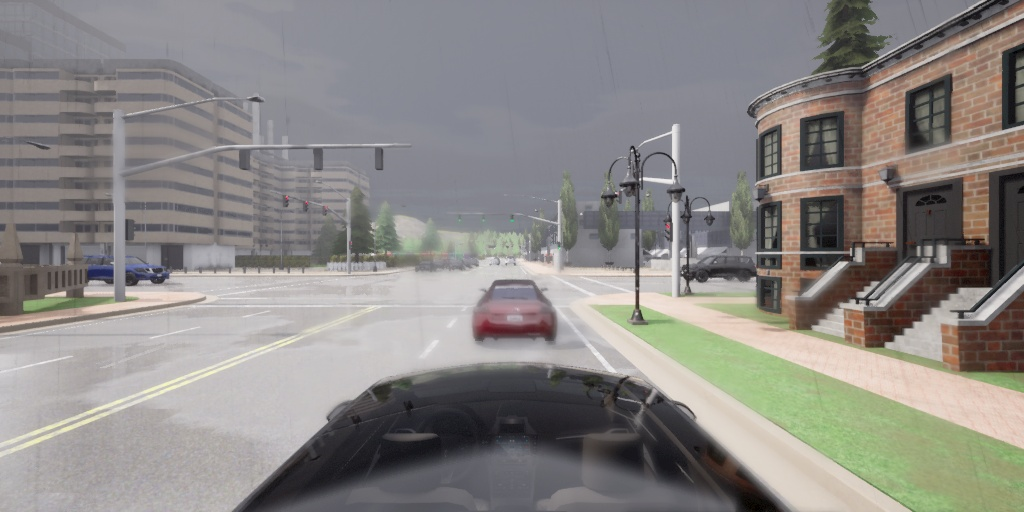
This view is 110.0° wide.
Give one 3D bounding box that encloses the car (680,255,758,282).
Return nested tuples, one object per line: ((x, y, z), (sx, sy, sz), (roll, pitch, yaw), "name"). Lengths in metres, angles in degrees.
((16.083, 0.971, 28.096), (5.566, 2.045, 2.150), (0, 0, -1), "car")

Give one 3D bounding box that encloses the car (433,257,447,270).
((-10.802, 1.255, 53.716), (1.837, 1.490, 4.892), (0, 0, 0), "car")

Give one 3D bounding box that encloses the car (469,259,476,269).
((-7.309, 1.255, 57.479), (1.837, 1.490, 4.892), (0, 0, 0), "car")

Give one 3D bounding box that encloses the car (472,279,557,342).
((0.056, 1.314, 9.768), (1.994, 1.385, 4.181), (0, 0, 0), "car")

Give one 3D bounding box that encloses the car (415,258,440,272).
((-10.770, 1.314, 45.062), (1.994, 1.385, 4.181), (0, 0, 0), "car")

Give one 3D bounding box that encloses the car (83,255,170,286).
((-26.938, 0.971, 24.569), (5.566, 2.045, 2.150), (0, 0, 0), "car")

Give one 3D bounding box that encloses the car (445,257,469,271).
((-7.276, 1.255, 48.116), (1.837, 1.490, 4.892), (0, 0, 0), "car")
